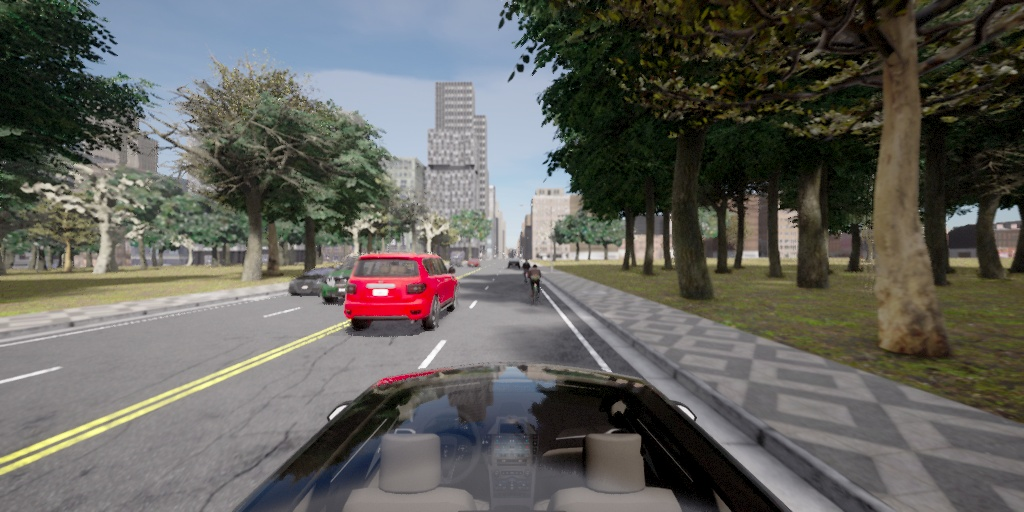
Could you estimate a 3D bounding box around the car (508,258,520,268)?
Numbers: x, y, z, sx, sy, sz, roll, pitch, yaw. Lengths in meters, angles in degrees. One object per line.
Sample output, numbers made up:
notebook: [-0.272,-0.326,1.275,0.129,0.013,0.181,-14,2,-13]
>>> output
car: [0.339,1.124,57.239,1.882,1.535,5.008,0,0,0]

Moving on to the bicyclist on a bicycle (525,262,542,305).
bicyclist on a bicycle: [0.956,1.162,14.687,0.582,1.620,1.656,0,0,0]

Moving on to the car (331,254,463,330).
car: [-3.103,0.948,11.176,2.150,2.045,5.566,0,0,0]

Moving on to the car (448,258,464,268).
car: [-9.541,1.166,61.260,1.837,1.490,4.892,0,0,1]

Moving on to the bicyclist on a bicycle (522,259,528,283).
bicyclist on a bicycle: [0.998,1.054,24.915,0.659,1.776,1.843,0,0,0]

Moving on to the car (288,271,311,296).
car: [-9.768,1.281,18.898,1.994,1.385,4.181,0,0,0]

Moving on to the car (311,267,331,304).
car: [-6.521,0.939,16.514,2.150,2.045,5.566,0,0,0]

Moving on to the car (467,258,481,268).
car: [-6.305,1.135,59.403,1.882,1.535,5.008,0,0,1]
